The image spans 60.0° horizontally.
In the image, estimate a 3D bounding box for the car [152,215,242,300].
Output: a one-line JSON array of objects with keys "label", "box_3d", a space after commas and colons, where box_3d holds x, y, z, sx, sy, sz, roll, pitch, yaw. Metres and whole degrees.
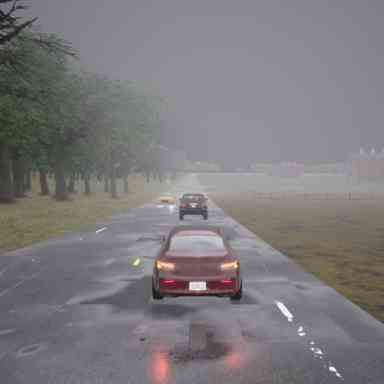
[{"label": "car", "box_3d": [0.102, 1.519, 8.258, 1.812, 1.442, 4.674, 0, 0, 0]}]

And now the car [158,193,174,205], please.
[{"label": "car", "box_3d": [-3.556, 0.926, 46.195, 1.882, 1.535, 5.008, 0, 1, 0]}]

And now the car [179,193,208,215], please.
[{"label": "car", "box_3d": [0.107, 1.082, 26.924, 2.150, 2.045, 5.566, 0, 1, 0]}]
